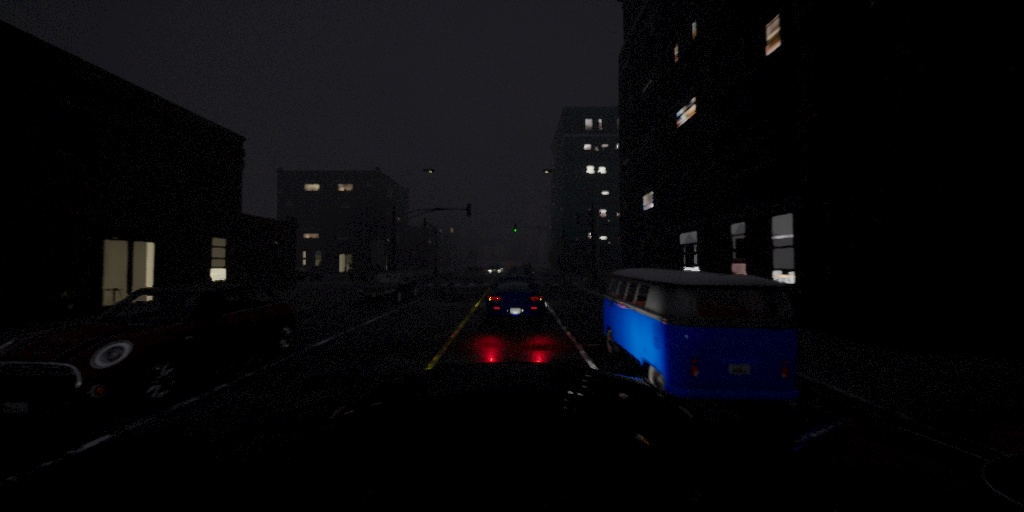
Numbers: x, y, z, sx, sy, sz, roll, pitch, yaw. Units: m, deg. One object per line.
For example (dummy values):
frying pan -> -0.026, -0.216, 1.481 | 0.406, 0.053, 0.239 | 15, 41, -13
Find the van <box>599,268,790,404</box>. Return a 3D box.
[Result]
van -> 2.690, 1.126, 6.104 | 1.690, 1.789, 3.998 | 0, 0, 0

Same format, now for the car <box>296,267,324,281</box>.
car -> -19.314, 1.606, 32.156 | 4.507, 1.381, 1.888 | 0, 0, 1

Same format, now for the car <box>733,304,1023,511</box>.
car -> 2.693, 1.182, 0.697 | 1.967, 1.591, 4.097 | 0, 0, 0

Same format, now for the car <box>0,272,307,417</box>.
car -> -5.691, 1.225, 6.106 | 1.967, 1.591, 4.097 | 0, 0, 0

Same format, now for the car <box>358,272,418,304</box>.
car -> -5.699, 1.422, 16.919 | 2.007, 1.370, 4.403 | 0, 0, 0

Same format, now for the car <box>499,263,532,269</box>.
car -> 0.628, 1.502, 27.319 | 2.033, 1.411, 5.357 | 0, 0, 8

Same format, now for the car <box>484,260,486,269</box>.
car -> -5.729, 1.761, 60.555 | 1.888, 1.381, 4.507 | 0, 0, 0

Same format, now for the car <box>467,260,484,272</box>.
car -> -5.801, 1.716, 54.874 | 1.888, 1.381, 4.507 | 0, 0, 0

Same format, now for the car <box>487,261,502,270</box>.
car -> -3.067, 1.732, 65.369 | 1.882, 1.535, 5.008 | 0, 0, 0

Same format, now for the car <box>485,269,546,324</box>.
car -> 0.095, 1.359, 12.216 | 1.812, 1.442, 4.674 | 0, 0, 0
